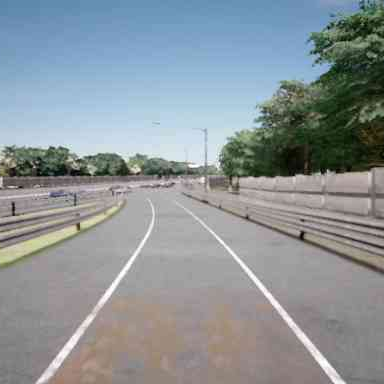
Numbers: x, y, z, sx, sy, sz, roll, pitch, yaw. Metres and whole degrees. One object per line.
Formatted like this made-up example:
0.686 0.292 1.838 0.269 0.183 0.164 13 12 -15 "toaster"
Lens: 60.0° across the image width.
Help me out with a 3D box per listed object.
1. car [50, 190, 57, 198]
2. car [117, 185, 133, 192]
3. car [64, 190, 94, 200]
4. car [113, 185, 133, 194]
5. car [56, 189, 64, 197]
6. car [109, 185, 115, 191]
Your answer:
-22.835 0.194 58.056 1.994 1.385 4.181 0 3 13 "car"
-15.159 -0.790 75.762 1.994 1.385 4.181 0 3 13 "car"
-17.133 0.413 51.625 1.882 1.535 5.008 0 3 13 "car"
-13.540 -0.304 67.205 1.895 1.301 4.718 0 3 13 "car"
-19.866 0.355 55.349 1.895 1.301 4.718 0 3 13 "car"
-17.895 -0.980 79.470 2.033 1.411 5.357 0 3 13 "car"
